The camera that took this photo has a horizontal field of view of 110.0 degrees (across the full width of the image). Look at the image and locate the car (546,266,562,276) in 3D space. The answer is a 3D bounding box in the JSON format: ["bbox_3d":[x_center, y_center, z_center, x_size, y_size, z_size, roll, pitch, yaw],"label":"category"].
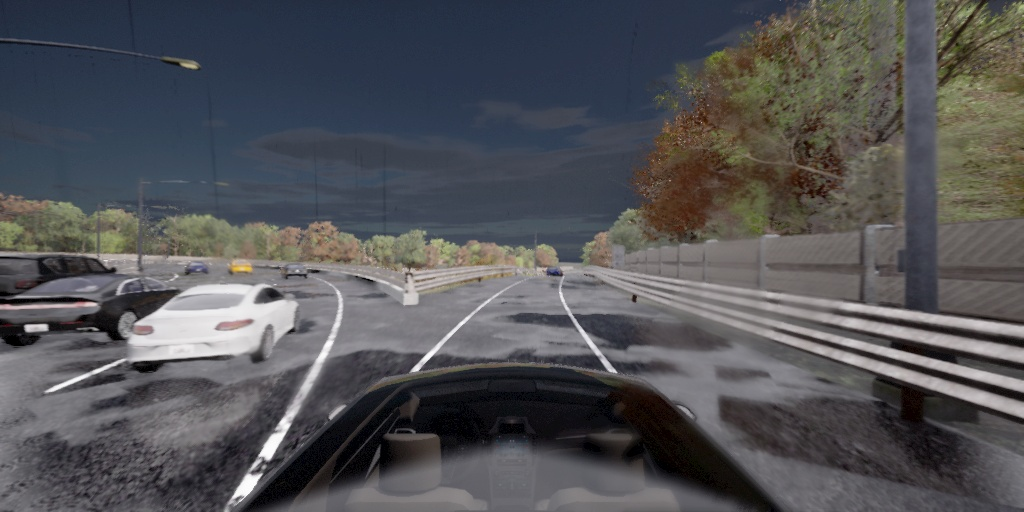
[{"bbox_3d":[6.426,2.377,56.055,1.882,1.535,5.008,0,-3,10],"label":"car"}]

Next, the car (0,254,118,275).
[{"bbox_3d":[-15.422,0.959,12.089,2.150,2.045,5.566,1,-1,-25],"label":"car"}]

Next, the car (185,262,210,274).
[{"bbox_3d":[-35.972,1.367,40.966,1.812,1.442,4.674,1,-1,-45],"label":"car"}]

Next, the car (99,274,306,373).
[{"bbox_3d":[-5.914,1.287,7.669,1.812,1.442,4.674,1,-1,-21],"label":"car"}]

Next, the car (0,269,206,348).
[{"bbox_3d":[-10.408,1.239,9.378,2.128,1.511,4.902,1,-1,-23],"label":"car"}]

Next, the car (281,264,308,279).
[{"bbox_3d":[-20.784,1.429,34.204,2.033,1.411,5.357,1,-1,-37],"label":"car"}]

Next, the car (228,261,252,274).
[{"bbox_3d":[-30.867,1.349,40.695,1.882,1.535,5.008,1,-1,-43],"label":"car"}]
